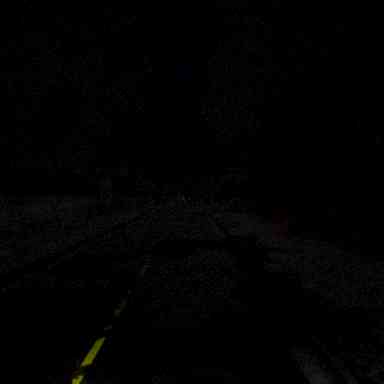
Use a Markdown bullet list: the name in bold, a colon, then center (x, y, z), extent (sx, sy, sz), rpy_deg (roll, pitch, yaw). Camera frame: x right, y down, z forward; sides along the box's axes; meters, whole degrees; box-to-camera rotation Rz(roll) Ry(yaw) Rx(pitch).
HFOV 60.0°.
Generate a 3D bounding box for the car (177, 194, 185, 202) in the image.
- **car**: center (-2.844, 1.476, 87.322), extent (2.150, 2.045, 5.566), rpy_deg (0, -1, 0)

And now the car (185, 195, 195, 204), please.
- **car**: center (-0.086, 2.068, 81.509), extent (2.128, 1.511, 4.902), rpy_deg (0, -1, 0)

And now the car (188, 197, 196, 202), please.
- **car**: center (-0.098, 2.115, 92.347), extent (2.128, 1.511, 4.902), rpy_deg (0, -1, 0)
